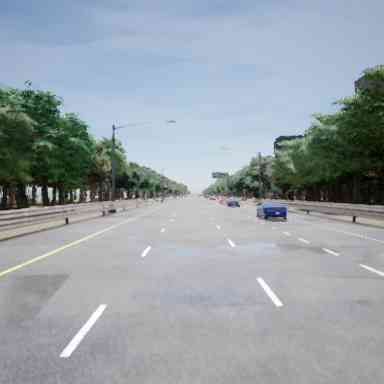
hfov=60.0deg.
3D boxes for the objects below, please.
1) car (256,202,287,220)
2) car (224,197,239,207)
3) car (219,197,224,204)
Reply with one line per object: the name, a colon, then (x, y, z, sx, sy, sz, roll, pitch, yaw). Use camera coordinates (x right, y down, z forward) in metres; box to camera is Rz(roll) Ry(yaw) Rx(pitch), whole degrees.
car: (7.029, 1.619, 29.715, 1.882, 1.535, 5.008, 0, -1, 0)
car: (7.148, 1.882, 58.608, 1.812, 1.442, 4.674, 0, -1, 0)
car: (7.265, 1.842, 75.937, 2.097, 1.767, 4.553, 0, 0, 0)
